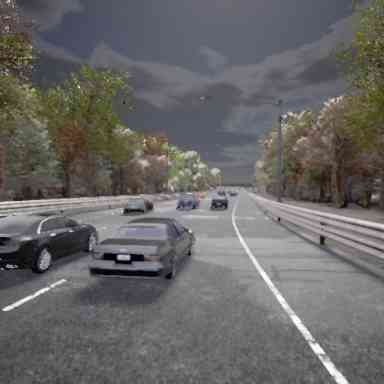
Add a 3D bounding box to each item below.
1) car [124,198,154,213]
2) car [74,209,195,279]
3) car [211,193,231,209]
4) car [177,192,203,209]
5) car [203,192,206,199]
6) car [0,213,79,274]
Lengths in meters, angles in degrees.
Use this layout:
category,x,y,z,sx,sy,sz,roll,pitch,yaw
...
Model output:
category,x,y,z,sx,sy,sz,roll,pitch,yaw
car,-4.963,1.284,31.656,1.994,1.385,4.181,1,0,8
car,-1.135,1.470,9.809,2.033,1.411,5.357,0,0,8
car,3.438,1.191,40.555,1.882,1.535,5.008,1,0,8
car,-0.331,1.048,38.994,2.097,1.767,4.553,1,0,8
car,2.176,0.719,79.648,2.097,1.767,4.553,1,1,8
car,-4.595,1.402,10.319,1.837,1.490,4.892,1,0,8
